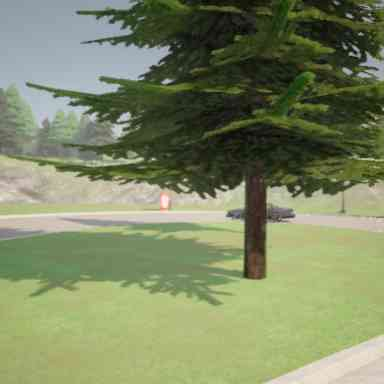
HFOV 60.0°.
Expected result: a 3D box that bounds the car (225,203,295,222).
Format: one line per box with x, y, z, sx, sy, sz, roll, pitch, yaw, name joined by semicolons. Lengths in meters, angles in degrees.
5.409;1.578;26.453;5.357;1.411;2.033;0;0;14;car
